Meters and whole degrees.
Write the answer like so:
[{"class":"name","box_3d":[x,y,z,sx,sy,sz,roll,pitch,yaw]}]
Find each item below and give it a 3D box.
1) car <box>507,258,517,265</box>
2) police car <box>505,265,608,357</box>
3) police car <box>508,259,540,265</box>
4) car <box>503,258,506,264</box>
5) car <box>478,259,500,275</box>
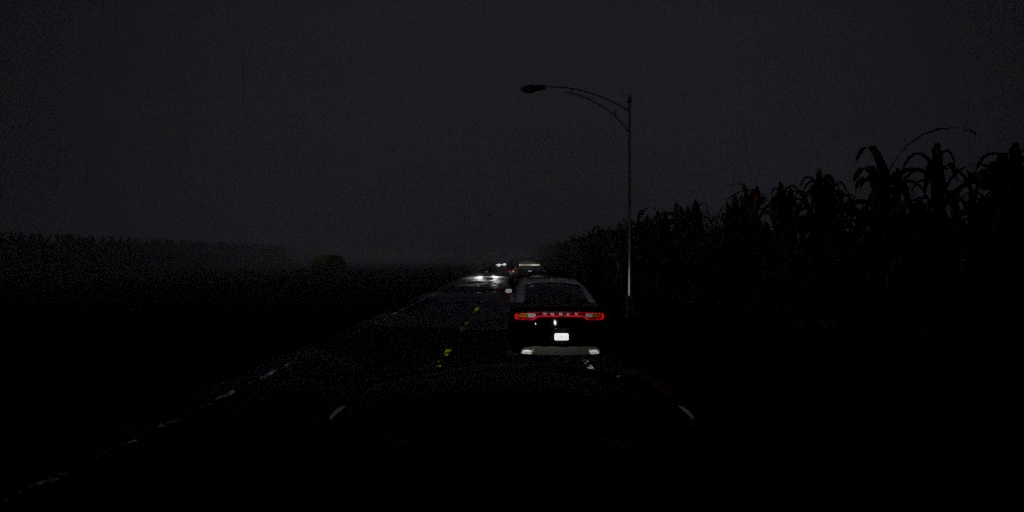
[{"class":"car","box_3d":[0.926,1.084,24.568,2.097,1.767,4.553,0,0,0]},{"class":"police car","box_3d":[0.858,1.173,8.709,1.930,1.638,5.238,0,0,0]},{"class":"police car","box_3d":[0.901,1.166,18.709,1.930,1.638,5.238,0,0,0]},{"class":"car","box_3d":[0.275,1.179,51.222,2.128,1.511,4.902,0,0,1]},{"class":"car","box_3d":[-2.589,1.313,38.910,1.895,1.301,4.718,0,0,0]}]
